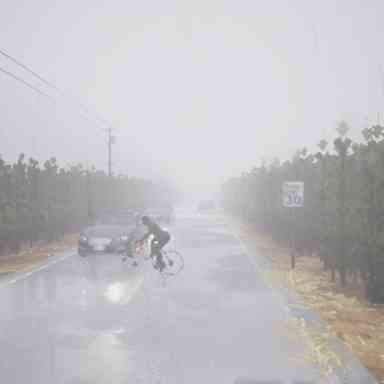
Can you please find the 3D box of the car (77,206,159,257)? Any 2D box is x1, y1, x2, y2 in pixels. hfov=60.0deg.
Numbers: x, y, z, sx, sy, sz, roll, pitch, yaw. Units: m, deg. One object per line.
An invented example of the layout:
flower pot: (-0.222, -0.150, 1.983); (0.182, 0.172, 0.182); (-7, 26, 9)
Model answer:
car: (-2.810, 1.492, 12.887); (2.128, 1.511, 4.902); (0, 0, 2)

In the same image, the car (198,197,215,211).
car: (1.780, 1.563, 40.141); (1.994, 1.385, 4.181); (0, 0, 2)

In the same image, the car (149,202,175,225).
car: (-2.310, 1.492, 24.111); (2.128, 1.511, 4.902); (0, 0, 3)

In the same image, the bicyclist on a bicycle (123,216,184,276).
bicyclist on a bicycle: (-1.057, 1.455, 8.891); (1.656, 1.620, 0.582); (-2, 0, 2)

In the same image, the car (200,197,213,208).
car: (2.204, 1.525, 50.139); (1.812, 1.442, 4.674); (0, 0, 2)
